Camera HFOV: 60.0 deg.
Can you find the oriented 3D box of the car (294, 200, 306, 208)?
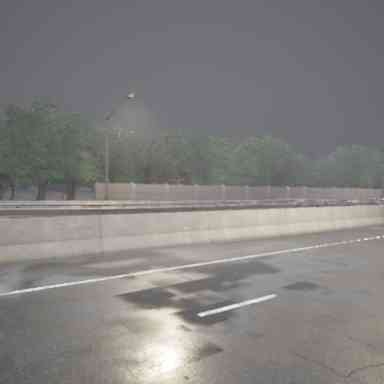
[{"bbox_3d":[15.819,1.755,45.286,4.181,1.385,1.994,0,0,-35],"label":"car"}]

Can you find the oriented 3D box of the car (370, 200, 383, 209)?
[{"bbox_3d":[29.317,1.860,50.607,4.718,1.301,1.895,0,0,-35],"label":"car"}]

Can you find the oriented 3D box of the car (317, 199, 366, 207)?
[{"bbox_3d":[16.866,1.720,37.451,5.357,1.411,2.033,0,0,-35],"label":"car"}]

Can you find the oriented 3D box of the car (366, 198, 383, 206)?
[{"bbox_3d":[21.424,1.692,36.398,4.892,1.490,1.837,0,0,-35],"label":"car"}]

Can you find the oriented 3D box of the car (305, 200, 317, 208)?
[{"bbox_3d":[16.768,1.785,41.668,4.718,1.301,1.895,0,0,-35],"label":"car"}]
